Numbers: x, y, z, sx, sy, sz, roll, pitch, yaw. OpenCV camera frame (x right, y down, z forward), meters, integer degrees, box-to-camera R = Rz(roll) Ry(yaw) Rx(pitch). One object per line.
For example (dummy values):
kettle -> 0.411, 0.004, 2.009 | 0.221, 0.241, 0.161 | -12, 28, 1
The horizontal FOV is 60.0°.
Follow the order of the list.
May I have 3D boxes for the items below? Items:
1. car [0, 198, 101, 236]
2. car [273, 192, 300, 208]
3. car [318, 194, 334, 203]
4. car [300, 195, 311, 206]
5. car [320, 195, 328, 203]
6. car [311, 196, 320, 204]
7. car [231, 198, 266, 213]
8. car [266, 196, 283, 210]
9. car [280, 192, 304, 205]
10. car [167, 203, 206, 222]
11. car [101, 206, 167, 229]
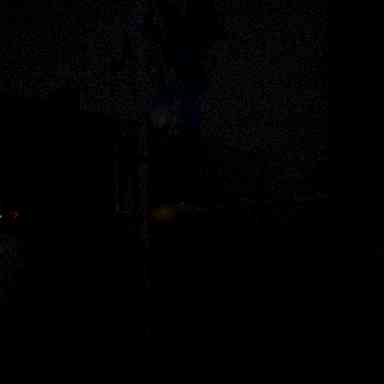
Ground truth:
car -> -8.492, 1.358, 19.690 | 2.150, 2.045, 5.566 | -2, -1, 35
car -> 12.319, 1.145, 44.651 | 2.192, 1.841, 5.009 | -1, 0, 35
car -> 25.489, 1.225, 63.347 | 1.752, 1.417, 4.829 | -2, -1, 35
car -> 15.688, 1.319, 49.429 | 1.752, 1.417, 4.829 | -1, -1, 35
car -> 22.125, 1.312, 58.568 | 1.802, 1.307, 4.206 | -2, -1, 35
car -> 18.858, 1.343, 53.929 | 1.802, 1.307, 4.206 | -1, -1, 35
car -> 5.789, 1.346, 35.371 | 1.967, 1.590, 4.097 | -1, 0, 35
car -> 9.058, 1.449, 40.010 | 1.802, 1.307, 4.206 | -1, 0, 35
car -> 16.654, 1.052, 55.235 | 2.150, 2.045, 5.566 | -2, -1, 35
car -> -0.645, 1.513, 26.230 | 1.752, 1.417, 4.829 | -1, 0, 35
car -> -4.009, 1.585, 21.451 | 2.008, 1.369, 4.403 | -1, 0, 35
